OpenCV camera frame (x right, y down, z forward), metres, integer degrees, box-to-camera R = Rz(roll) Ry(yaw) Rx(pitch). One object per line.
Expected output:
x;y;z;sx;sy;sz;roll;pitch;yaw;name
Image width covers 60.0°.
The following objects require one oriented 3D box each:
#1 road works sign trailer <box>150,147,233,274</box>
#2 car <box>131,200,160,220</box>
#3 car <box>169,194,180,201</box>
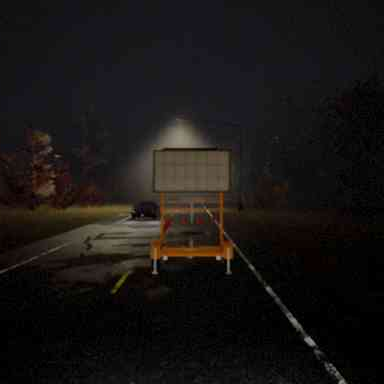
-0.005;0.420;10.389;2.380;3.560;2.880;0;0;0;road works sign trailer
-3.611;1.413;26.579;1.812;1.442;4.674;0;0;0;car
-3.528;1.215;68.167;1.837;1.490;4.892;0;1;0;car
